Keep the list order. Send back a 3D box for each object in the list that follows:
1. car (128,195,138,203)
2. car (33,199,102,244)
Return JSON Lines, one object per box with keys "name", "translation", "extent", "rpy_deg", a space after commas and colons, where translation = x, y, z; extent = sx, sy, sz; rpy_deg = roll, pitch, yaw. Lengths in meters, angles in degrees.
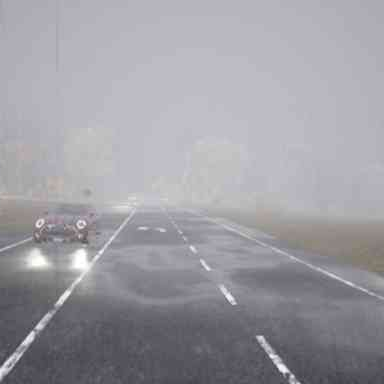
{"name": "car", "translation": [-12.106, 1.441, 67.974], "extent": [1.812, 1.442, 4.674], "rpy_deg": [2, 0, -7]}
{"name": "car", "translation": [-5.401, 1.241, 14.976], "extent": [2.097, 1.767, 4.553], "rpy_deg": [2, 0, -7]}
